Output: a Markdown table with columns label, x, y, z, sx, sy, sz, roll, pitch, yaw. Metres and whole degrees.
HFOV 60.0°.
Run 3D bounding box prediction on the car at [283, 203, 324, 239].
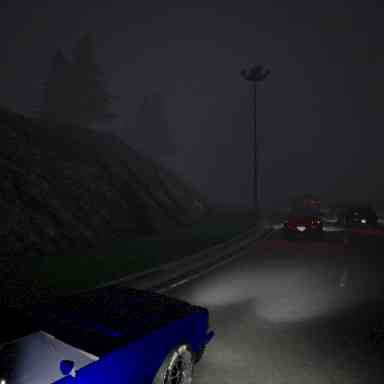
| label | x | y | z | sx | sy | sz | roll | pitch | yaw |
| --- | --- | --- | --- | --- | --- | --- | --- | --- | --- |
| car | 5.894 | 1.521 | 17.515 | 1.812 | 1.442 | 4.674 | 0 | 0 | 21 |

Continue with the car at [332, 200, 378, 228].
| label | x | y | z | sx | sy | sz | roll | pitch | yaw |
| --- | --- | --- | --- | --- | --- | --- | --- | --- | --- |
| car | 10.990 | 1.499 | 22.418 | 1.837 | 1.490 | 4.892 | 0 | 0 | 15 |

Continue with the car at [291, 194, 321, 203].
| label | x | y | z | sx | sy | sz | roll | pitch | yaw |
| --- | --- | --- | --- | --- | --- | --- | --- | --- | --- |
| car | 13.081 | 1.211 | 38.519 | 2.150 | 2.045 | 5.566 | 0 | 0 | 2 |

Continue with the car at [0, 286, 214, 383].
| label | x | y | z | sx | sy | sz | roll | pitch | yaw |
| --- | --- | --- | --- | --- | --- | --- | --- | --- | --- |
| car | -1.759 | 1.600 | 2.796 | 1.895 | 1.301 | 4.718 | 0 | 0 | 36 |

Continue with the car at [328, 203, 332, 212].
| label | x | y | z | sx | sy | sz | roll | pitch | yaw |
| --- | --- | --- | --- | --- | --- | --- | --- | --- | --- |
| car | 16.488 | 1.538 | 36.028 | 2.033 | 1.411 | 5.357 | 0 | 0 | 3 |
